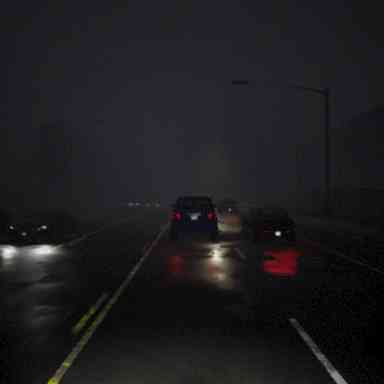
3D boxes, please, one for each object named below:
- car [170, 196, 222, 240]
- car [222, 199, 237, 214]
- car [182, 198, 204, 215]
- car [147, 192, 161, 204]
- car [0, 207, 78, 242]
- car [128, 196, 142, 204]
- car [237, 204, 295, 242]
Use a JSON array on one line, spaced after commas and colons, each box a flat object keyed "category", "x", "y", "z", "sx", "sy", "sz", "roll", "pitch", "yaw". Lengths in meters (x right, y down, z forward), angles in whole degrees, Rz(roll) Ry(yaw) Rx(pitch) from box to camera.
[{"category": "car", "x": 0.099, "y": 1.194, "z": 16.982, "sx": 2.150, "sy": 2.045, "sz": 5.566, "roll": 0, "pitch": 0, "yaw": 0}, {"category": "car", "x": 3.599, "y": 1.445, "z": 34.010, "sx": 1.837, "sy": 1.490, "sz": 4.892, "roll": 0, "pitch": 0, "yaw": 0}, {"category": "car", "x": 0.099, "y": 1.432, "z": 33.952, "sx": 2.128, "sy": 1.511, "sz": 4.902, "roll": 0, "pitch": 0, "yaw": 0}, {"category": "car", "x": -7.025, "y": 1.112, "z": 61.641, "sx": 2.150, "sy": 2.045, "sz": 5.566, "roll": 0, "pitch": 0, "yaw": 1}, {"category": "car", "x": -7.100, "y": 1.499, "z": 16.383, "sx": 1.812, "sy": 1.442, "sz": 4.674, "roll": 0, "pitch": 0, "yaw": 0}, {"category": "car", "x": -10.521, "y": 1.435, "z": 61.692, "sx": 2.033, "sy": 1.411, "sz": 5.357, "roll": 0, "pitch": 0, "yaw": 1}, {"category": "car", "x": 3.599, "y": 1.479, "z": 16.345, "sx": 1.837, "sy": 1.490, "sz": 4.892, "roll": 0, "pitch": 0, "yaw": 0}]
